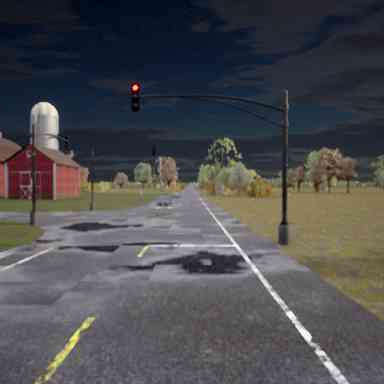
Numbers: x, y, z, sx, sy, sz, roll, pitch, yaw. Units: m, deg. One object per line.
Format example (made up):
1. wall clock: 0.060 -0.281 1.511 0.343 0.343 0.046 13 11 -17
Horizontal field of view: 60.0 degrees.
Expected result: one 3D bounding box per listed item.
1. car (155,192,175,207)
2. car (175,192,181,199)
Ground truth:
1. car: -3.485 1.107 42.265 1.837 1.490 4.892 0 3 0
2. car: -3.474 0.712 73.522 1.812 1.442 4.674 0 1 0
